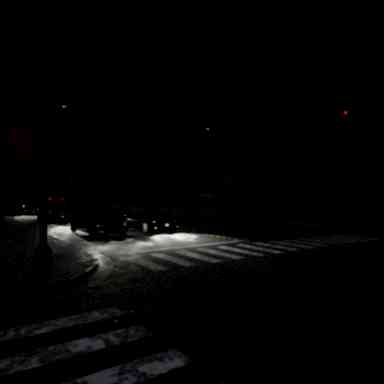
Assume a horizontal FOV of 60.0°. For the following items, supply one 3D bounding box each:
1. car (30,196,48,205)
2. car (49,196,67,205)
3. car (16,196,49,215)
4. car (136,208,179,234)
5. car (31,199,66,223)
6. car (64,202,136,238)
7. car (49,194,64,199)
[{"bbox_3d":[-28.783,1.581,62.454,2.033,1.411,5.357,1,0,-36],"label":"car"},{"bbox_3d":[-25.735,1.547,63.787,1.882,1.535,5.008,1,0,-36],"label":"car"},{"bbox_3d":[-16.654,1.368,34.195,2.097,1.767,4.553,1,0,-36],"label":"car"},{"bbox_3d":[-2.522,1.647,20.131,1.994,1.385,4.181,1,0,-35],"label":"car"},{"bbox_3d":[-10.757,1.524,25.993,2.128,1.511,4.902,1,0,-36],"label":"car"},{"bbox_3d":[-5.205,1.526,18.283,1.882,1.535,5.008,1,0,-36],"label":"car"},{"bbox_3d":[-22.632,1.274,53.916,2.150,2.045,5.566,1,0,-35],"label":"car"}]
